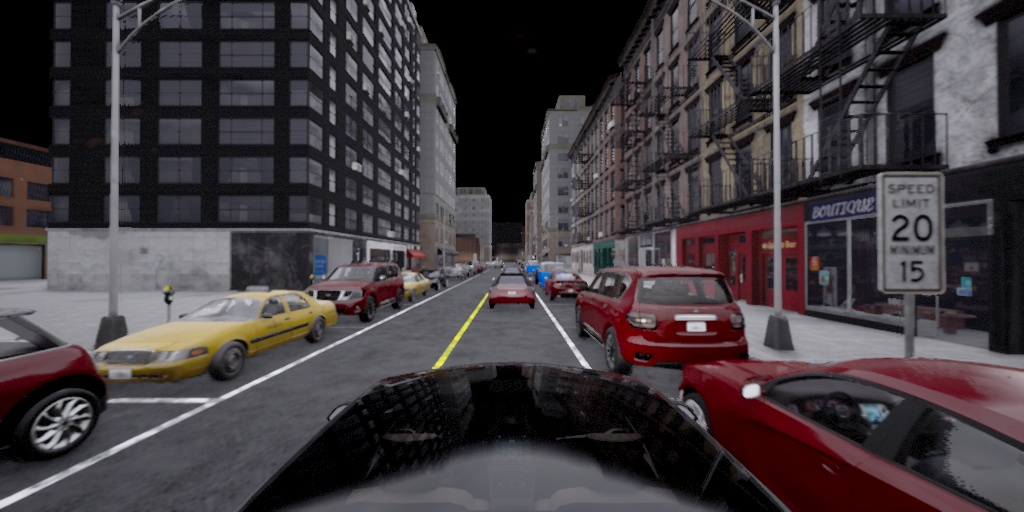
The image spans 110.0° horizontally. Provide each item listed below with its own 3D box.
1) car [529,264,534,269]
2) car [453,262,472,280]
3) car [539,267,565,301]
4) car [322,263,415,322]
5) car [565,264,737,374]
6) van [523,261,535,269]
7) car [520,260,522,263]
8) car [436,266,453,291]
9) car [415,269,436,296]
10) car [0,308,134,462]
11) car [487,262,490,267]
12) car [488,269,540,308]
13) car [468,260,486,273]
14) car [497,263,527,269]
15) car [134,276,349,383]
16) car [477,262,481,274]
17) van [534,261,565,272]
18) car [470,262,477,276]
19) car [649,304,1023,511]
[{"bbox_3d":[2.637,1.563,29.145,1.948,1.339,4.313,0,0,0],"label":"car"},{"bbox_3d":[-5.389,1.595,34.554,2.007,1.370,4.403,0,0,0],"label":"car"},{"bbox_3d":[2.637,1.446,18.327,1.888,1.381,4.507,0,0,0],"label":"car"},{"bbox_3d":[-5.388,1.167,12.917,2.192,1.841,5.009,0,0,0],"label":"car"},{"bbox_3d":[2.638,1.117,7.508,2.192,1.841,5.009,0,0,0],"label":"car"},{"bbox_3d":[2.636,1.480,45.373,1.690,1.789,3.998,0,0,0],"label":"van"},{"bbox_3d":[2.635,1.674,56.191,1.967,1.591,4.097,0,0,0],"label":"car"},{"bbox_3d":[-5.388,1.515,23.735,1.948,1.339,4.313,0,0,0],"label":"car"},{"bbox_3d":[-5.388,1.426,18.156,1.751,1.417,4.829,0,0,0],"label":"car"},{"bbox_3d":[-5.387,1.193,2.098,1.967,1.591,4.097,0,0,0],"label":"car"},{"bbox_3d":[-5.390,1.722,61.600,1.967,1.591,4.097,0,0,0],"label":"car"},{"bbox_3d":[0.003,1.445,16.128,1.994,1.385,4.181,0,0,0],"label":"car"},{"bbox_3d":[-5.389,1.502,50.782,2.192,1.841,5.009,0,0,0],"label":"car"},{"bbox_3d":[0.003,1.579,31.155,1.994,1.385,4.181,0,0,0],"label":"car"},{"bbox_3d":[-5.387,1.328,7.337,1.751,1.417,4.829,0,0,0],"label":"car"},{"bbox_3d":[-5.389,1.721,45.373,1.802,1.307,4.207,0,0,0],"label":"car"},{"bbox_3d":[2.637,1.290,23.736,1.690,1.789,3.998,0,0,0],"label":"van"},{"bbox_3d":[-5.389,1.657,39.963,1.948,1.339,4.313,0,0,0],"label":"car"},{"bbox_3d":[2.638,1.298,2.099,1.888,1.381,4.507,0,0,0],"label":"car"}]
